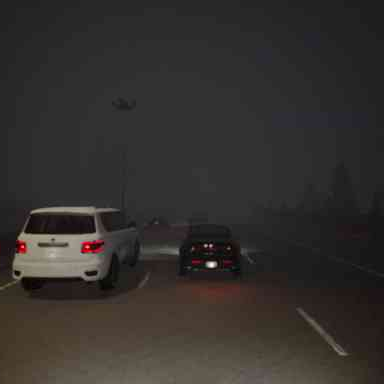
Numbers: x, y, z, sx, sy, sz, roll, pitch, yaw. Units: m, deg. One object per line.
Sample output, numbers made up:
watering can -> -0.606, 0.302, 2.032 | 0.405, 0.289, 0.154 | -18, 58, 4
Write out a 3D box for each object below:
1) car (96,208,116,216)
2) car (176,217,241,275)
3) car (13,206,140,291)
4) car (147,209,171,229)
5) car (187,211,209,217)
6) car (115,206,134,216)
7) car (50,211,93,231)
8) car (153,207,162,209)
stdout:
car -> -15.929, 3.704, 61.608 | 1.895, 1.301, 4.718 | 0, -2, 8
car -> 0.532, 1.801, 11.436 | 1.837, 1.490, 4.892 | 0, -2, 0
car -> -2.970, 1.456, 9.784 | 2.150, 2.045, 5.566 | 0, -2, 0
car -> -2.944, 2.484, 29.895 | 1.812, 1.442, 4.674 | 0, -2, 0
car -> 0.557, 2.488, 30.934 | 2.128, 1.511, 4.902 | 0, -2, 0
car -> -12.413, 3.443, 61.353 | 2.097, 1.767, 4.553 | 0, -2, 8
car -> -10.142, 2.409, 28.412 | 1.837, 1.490, 4.892 | 0, -3, 0
car -> -7.288, 3.909, 69.850 | 1.812, 1.442, 4.674 | -1, -2, 14
